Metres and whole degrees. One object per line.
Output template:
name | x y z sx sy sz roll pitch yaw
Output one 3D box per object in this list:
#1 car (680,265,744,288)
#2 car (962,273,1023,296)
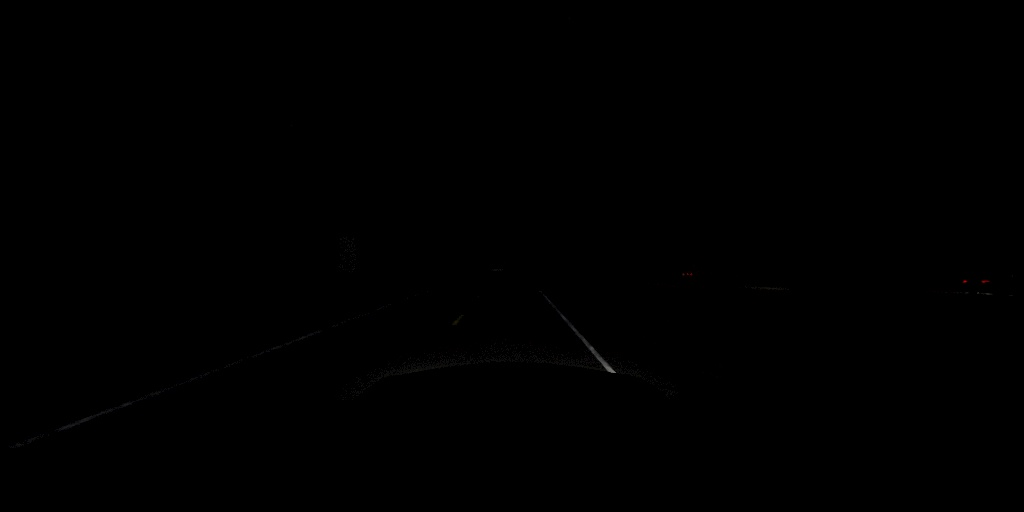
car | 18.934 1.887 34.141 5.566 2.045 2.150 2 -1 -2
car | 48.033 2.822 35.331 5.566 2.045 2.150 3 -1 -1
